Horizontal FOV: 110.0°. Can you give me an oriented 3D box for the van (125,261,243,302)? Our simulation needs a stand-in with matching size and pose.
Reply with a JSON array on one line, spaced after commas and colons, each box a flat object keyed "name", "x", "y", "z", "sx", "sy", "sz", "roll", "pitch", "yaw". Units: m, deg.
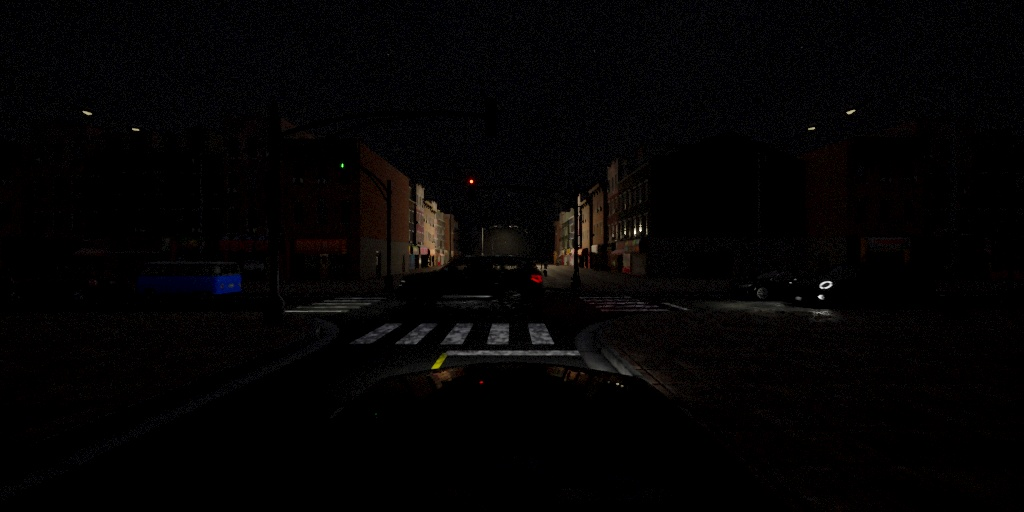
[{"name": "van", "x": -14.718, "y": 1.124, "z": 16.423, "sx": 3.998, "sy": 1.789, "sz": 1.690, "roll": 0, "pitch": 0, "yaw": 0}]

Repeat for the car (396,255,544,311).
[{"name": "car", "x": -1.548, "y": 0.979, "z": 13.927, "sx": 5.566, "sy": 2.045, "sz": 2.150, "roll": 0, "pitch": 0, "yaw": 0}]

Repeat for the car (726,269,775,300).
[{"name": "car", "x": 12.285, "y": 1.267, "z": 16.503, "sx": 4.403, "sy": 1.370, "sz": 2.007, "roll": 0, "pitch": 0, "yaw": 0}]

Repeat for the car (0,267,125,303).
[{"name": "car", "x": -20.193, "y": 1.239, "z": 16.406, "sx": 4.097, "sy": 1.591, "sz": 1.967, "roll": 0, "pitch": 0, "yaw": 0}]

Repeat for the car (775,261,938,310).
[{"name": "car", "x": 13.406, "y": 1.064, "z": 13.970, "sx": 4.553, "sy": 1.767, "sz": 2.097, "roll": 0, "pitch": 0, "yaw": 0}]
